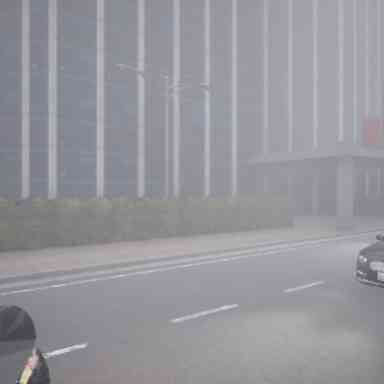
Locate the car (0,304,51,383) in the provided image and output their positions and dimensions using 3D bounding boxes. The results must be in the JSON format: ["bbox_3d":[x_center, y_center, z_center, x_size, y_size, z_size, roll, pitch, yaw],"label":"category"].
[{"bbox_3d":[-3.330,1.493,1.606,4.902,1.511,2.128,0,0,-36],"label":"car"}]

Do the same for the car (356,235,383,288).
[{"bbox_3d":[6.005,1.509,8.303,4.902,1.511,2.128,0,0,-36],"label":"car"}]
